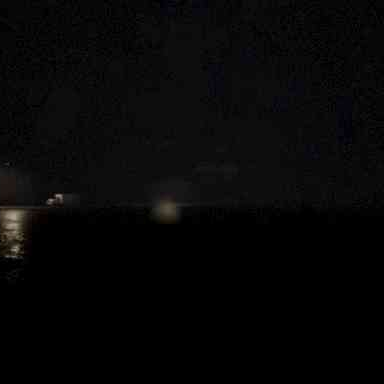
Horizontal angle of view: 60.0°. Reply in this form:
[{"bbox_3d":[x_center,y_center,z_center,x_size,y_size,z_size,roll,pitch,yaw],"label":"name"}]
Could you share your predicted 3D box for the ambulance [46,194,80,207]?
[{"bbox_3d":[-25.741,1.657,66.355,2.351,2.431,6.366,1,-1,36],"label":"ambulance"}]
